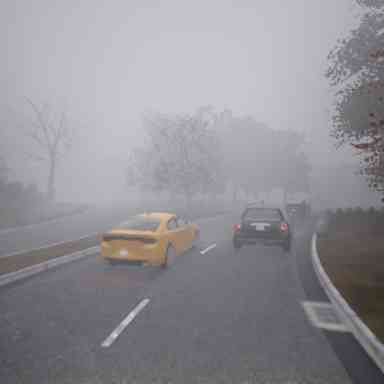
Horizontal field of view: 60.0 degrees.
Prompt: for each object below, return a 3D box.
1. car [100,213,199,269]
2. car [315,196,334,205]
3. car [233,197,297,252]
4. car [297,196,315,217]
[{"bbox_3d":[-1.145,1.428,11.174,1.882,1.535,5.008,0,1,16],"label":"car"},{"bbox_3d":[24.367,1.519,64.229,2.097,1.767,4.553,0,0,-19],"label":"car"},{"bbox_3d":[3.134,1.285,13.959,2.097,1.767,4.553,0,1,19],"label":"car"},{"bbox_3d":[9.381,1.361,29.521,1.882,1.535,5.008,0,0,26],"label":"car"}]
